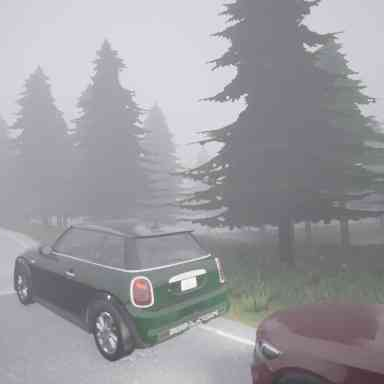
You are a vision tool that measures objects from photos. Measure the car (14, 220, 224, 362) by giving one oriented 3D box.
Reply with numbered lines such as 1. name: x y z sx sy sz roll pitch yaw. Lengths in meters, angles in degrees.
1. car: -1.575 1.308 6.213 4.553 1.767 2.097 1 1 44

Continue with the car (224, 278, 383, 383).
1. car: 2.755 1.532 2.592 4.674 1.442 1.812 1 0 36
